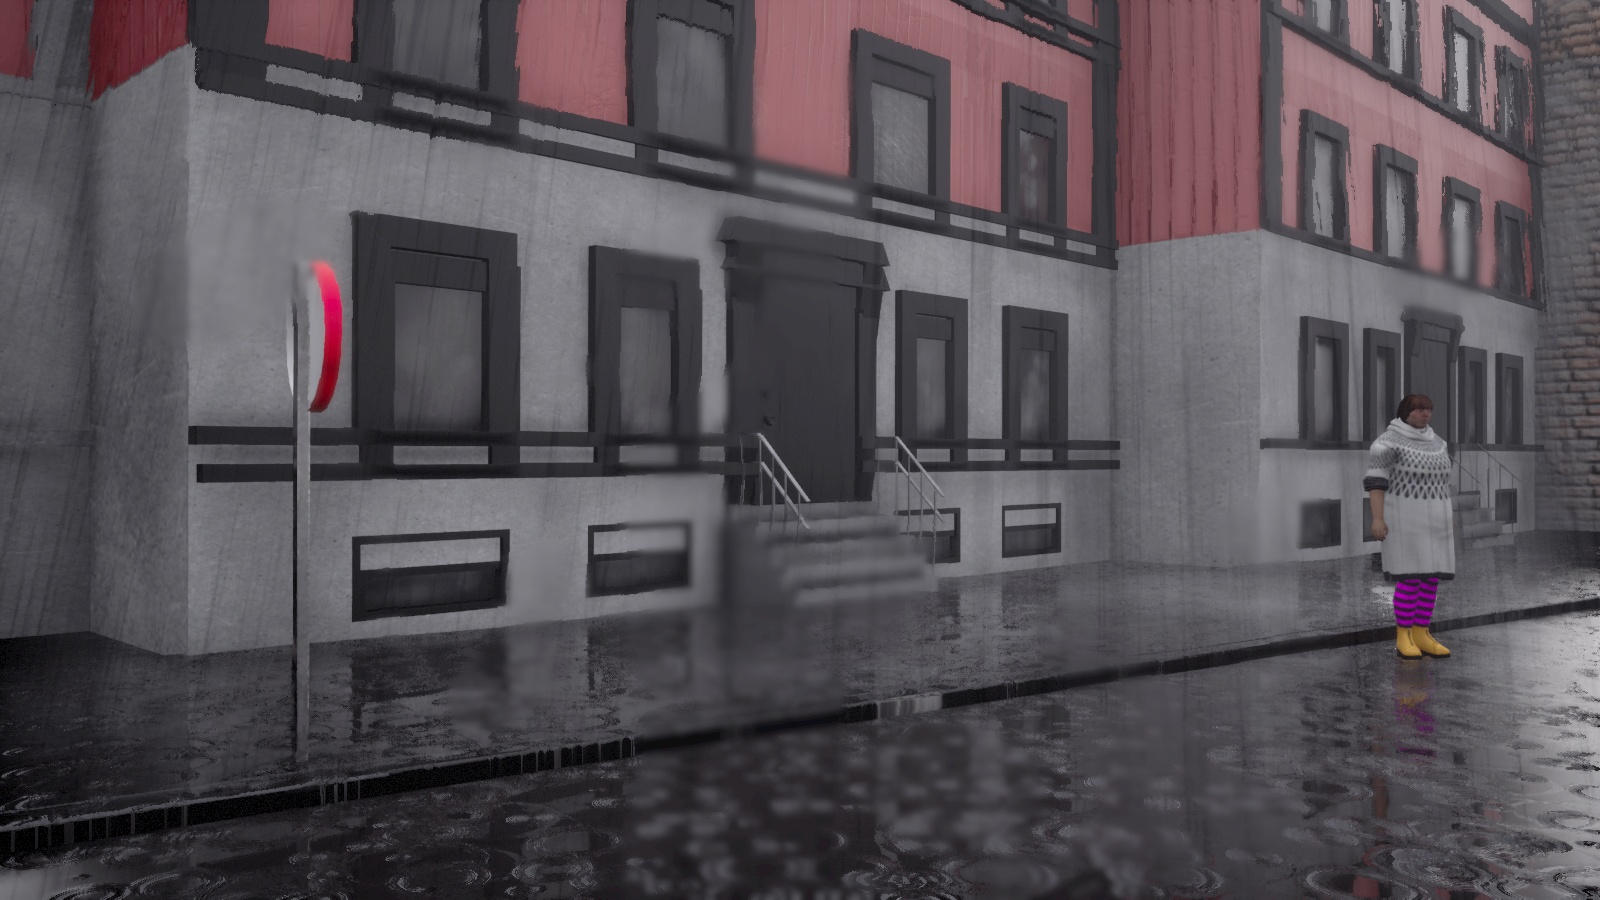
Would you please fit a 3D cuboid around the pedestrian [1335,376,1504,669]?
[{"bbox_3d":[4.354,0.482,8.872,0.659,1.952,0.873,0,0,-14],"label":"pedestrian"}]
